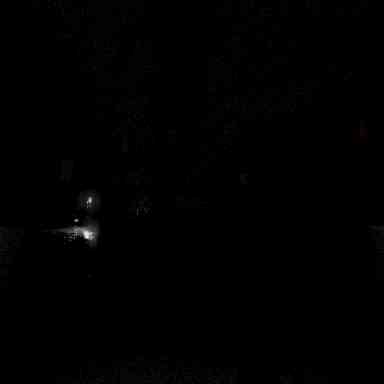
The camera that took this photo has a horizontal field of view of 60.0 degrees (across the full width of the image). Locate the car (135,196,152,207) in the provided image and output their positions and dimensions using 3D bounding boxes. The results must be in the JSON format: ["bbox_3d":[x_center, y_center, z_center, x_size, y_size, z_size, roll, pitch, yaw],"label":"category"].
[{"bbox_3d":[-6.740,1.302,46.483,2.128,1.511,4.902,0,0,0],"label":"car"}]

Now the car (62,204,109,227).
[{"bbox_3d":[-6.844,1.486,21.680,1.994,1.385,4.181,0,0,0],"label":"car"}]
